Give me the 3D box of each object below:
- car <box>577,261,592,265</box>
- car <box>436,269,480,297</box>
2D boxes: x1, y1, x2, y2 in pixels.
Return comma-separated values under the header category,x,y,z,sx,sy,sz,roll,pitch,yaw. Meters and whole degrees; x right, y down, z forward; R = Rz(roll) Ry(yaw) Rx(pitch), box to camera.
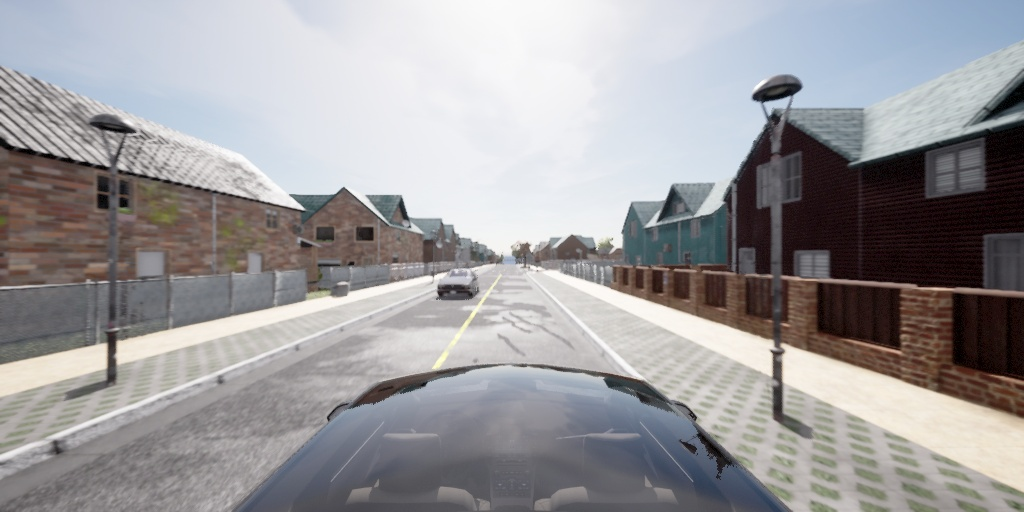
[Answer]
category,x,y,z,sx,sy,sz,roll,pitch,yaw
car,11.367,1.539,53.593,4.674,1.442,1.812,-1,0,0
car,-2.856,1.421,20.076,2.033,1.411,5.357,0,0,0
